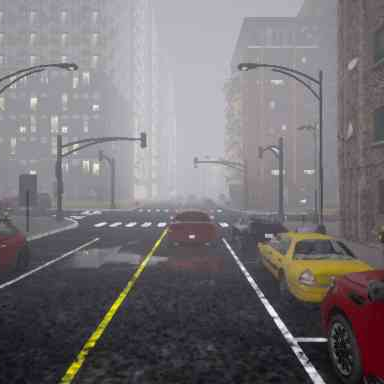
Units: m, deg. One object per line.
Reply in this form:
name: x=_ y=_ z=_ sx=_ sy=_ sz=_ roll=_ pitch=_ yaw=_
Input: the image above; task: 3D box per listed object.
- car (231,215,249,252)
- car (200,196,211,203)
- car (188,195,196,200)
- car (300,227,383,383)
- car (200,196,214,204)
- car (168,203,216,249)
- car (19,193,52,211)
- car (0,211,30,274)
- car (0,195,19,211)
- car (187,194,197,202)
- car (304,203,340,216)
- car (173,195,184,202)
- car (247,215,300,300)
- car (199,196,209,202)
car: x=2.691 y=1.567 z=13.666 sx=1.947 sy=1.339 sz=4.313 roll=0 pitch=0 yaw=0
car: x=2.691 y=1.579 z=68.607 sx=2.008 sy=1.369 sz=4.403 roll=0 pitch=0 yaw=0
car: x=0.001 y=1.419 z=88.291 sx=2.033 sy=1.411 sz=5.357 roll=0 pitch=0 yaw=0
car: x=2.692 y=1.315 z=2.301 sx=2.192 sy=1.841 sz=5.009 roll=0 pitch=0 yaw=0
car: x=2.741 y=1.601 z=55.690 sx=1.802 sy=1.307 sz=4.206 roll=0 pitch=0 yaw=0
car: x=0.000 y=1.487 z=14.650 sx=1.882 sy=1.535 sz=5.008 roll=0 pitch=0 yaw=0
car: x=-17.694 y=1.033 z=35.729 sx=5.009 sy=1.841 sz=2.192 roll=1 pitch=-1 yaw=0
car: x=-5.689 y=1.441 z=7.982 sx=1.967 sy=1.590 sz=4.097 roll=0 pitch=0 yaw=0
car: x=-17.559 y=1.012 z=27.351 sx=5.009 sy=1.841 sz=2.192 roll=1 pitch=-1 yaw=0
car: x=0.001 y=1.274 z=74.511 sx=2.097 sy=1.767 sz=4.553 roll=0 pitch=0 yaw=0
car: x=14.642 y=1.840 z=36.007 sx=4.829 sy=1.417 sz=1.752 roll=1 pitch=-1 yaw=0
car: x=-3.001 y=1.556 z=78.934 sx=1.812 sy=1.442 sz=4.674 roll=0 pitch=0 yaw=0
car: x=2.691 y=1.526 z=8.154 sx=1.752 sy=1.417 sz=4.829 roll=0 pitch=0 yaw=0
car: x=2.692 y=1.584 z=74.255 sx=2.008 sy=1.369 sz=4.403 roll=0 pitch=0 yaw=0
